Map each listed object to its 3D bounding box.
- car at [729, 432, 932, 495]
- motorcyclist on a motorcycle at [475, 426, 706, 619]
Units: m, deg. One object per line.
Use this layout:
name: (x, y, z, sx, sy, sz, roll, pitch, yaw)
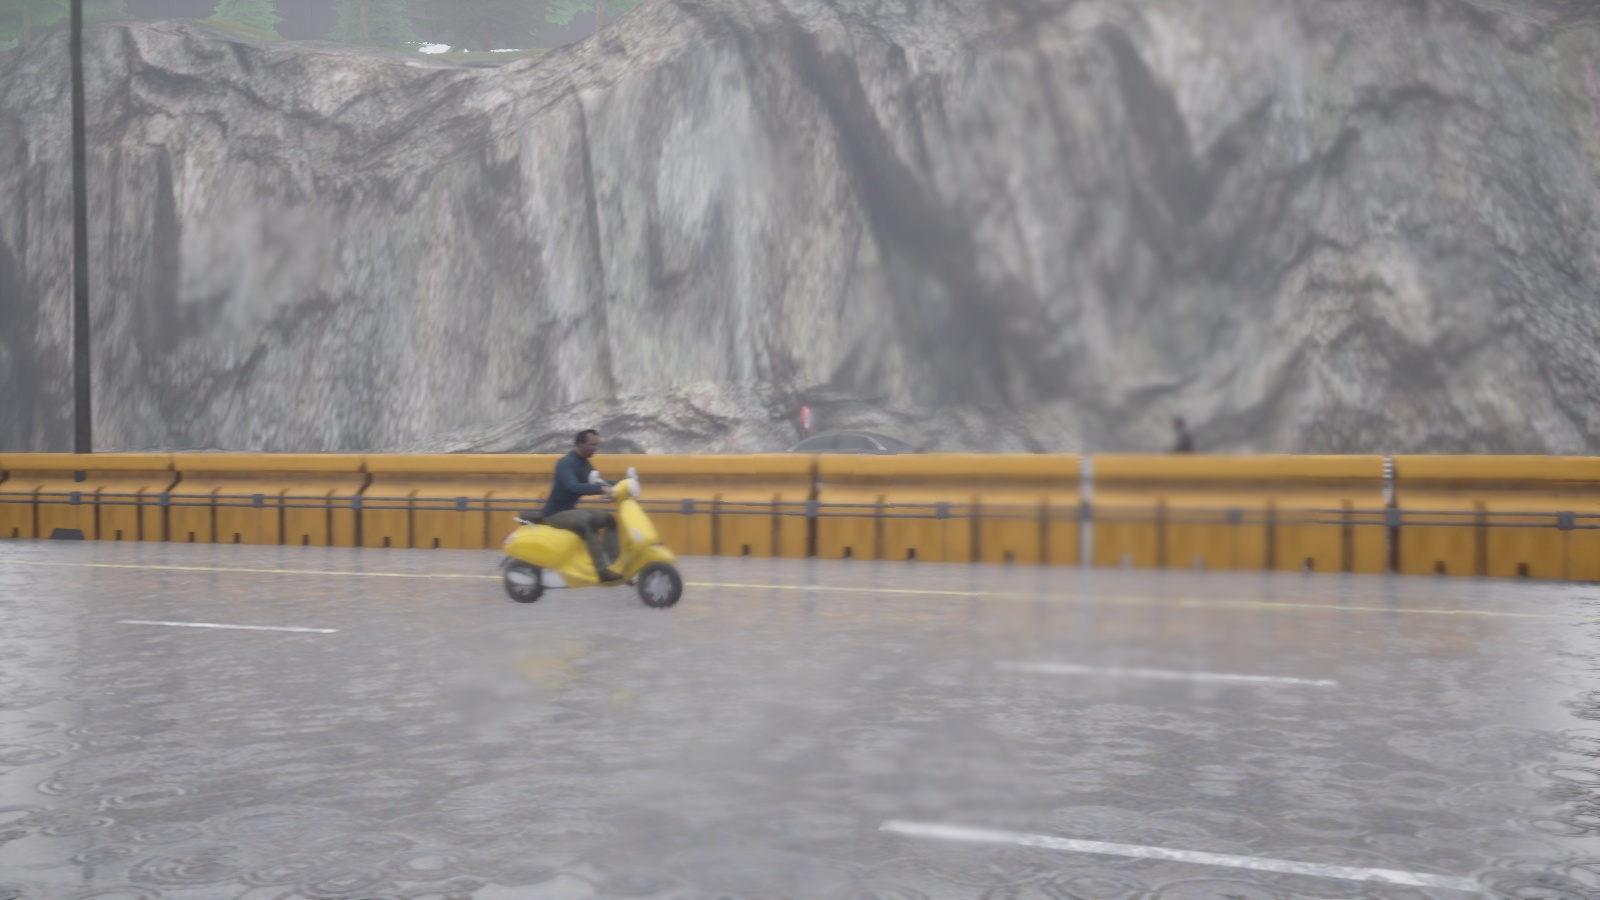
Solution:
car: (0.793, 0.310, 32.248, 4.892, 1.490, 1.837, 1, 1, 17)
motorcyclist on a motorcycle: (-1.845, 0.592, 11.137, 1.817, 1.590, 0.866, 1, 1, 17)
